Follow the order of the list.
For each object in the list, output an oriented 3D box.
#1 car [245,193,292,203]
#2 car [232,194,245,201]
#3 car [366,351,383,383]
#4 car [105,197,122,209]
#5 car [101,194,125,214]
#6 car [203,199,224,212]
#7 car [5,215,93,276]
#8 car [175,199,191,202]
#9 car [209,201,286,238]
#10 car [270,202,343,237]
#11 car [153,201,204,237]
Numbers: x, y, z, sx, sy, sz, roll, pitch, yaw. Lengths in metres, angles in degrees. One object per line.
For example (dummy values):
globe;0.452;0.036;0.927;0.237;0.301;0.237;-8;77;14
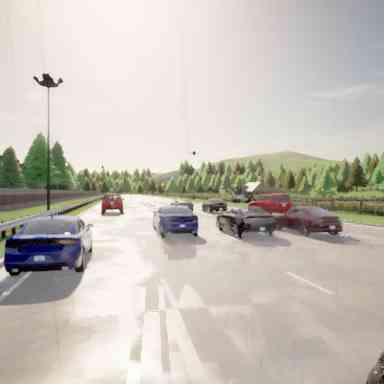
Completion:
car;7.077;1.199;30.295;2.150;2.045;5.566;0;0;-12
car;9.388;1.168;60.772;3.866;1.878;1.905;0;0;-12
car;2.786;1.503;1.015;1.837;1.490;4.892;0;0;-12
car;-10.616;1.460;45.110;2.128;1.511;4.902;0;0;-12
car;-8.314;1.197;34.902;2.150;2.045;5.566;0;0;-12
car;2.360;1.476;35.435;1.837;1.490;4.892;0;-1;-12
car;-4.257;1.471;10.544;1.882;1.535;5.008;0;0;-12
car;-1.050;1.465;34.650;2.128;1.511;4.902;0;0;-12
car;2.701;1.478;17.647;2.128;1.511;4.902;0;0;-12
car;6.178;1.512;18.083;1.812;1.442;4.674;0;0;-13
car;-0.996;1.464;18.155;1.882;1.535;5.008;0;0;-12
